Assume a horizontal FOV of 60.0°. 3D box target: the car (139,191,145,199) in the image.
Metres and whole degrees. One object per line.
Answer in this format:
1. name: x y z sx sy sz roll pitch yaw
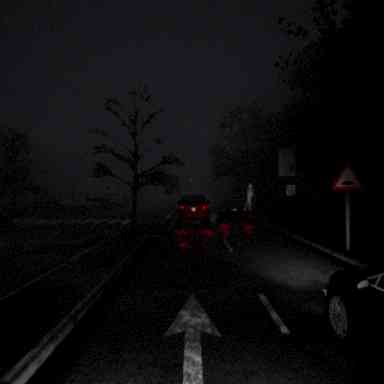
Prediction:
1. car: -13.787 1.083 74.644 4.792 1.488 2.163 -1 1 -20

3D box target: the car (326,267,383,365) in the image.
1. car: 3.100 1.490 3.528 2.128 1.511 4.902 0 0 0

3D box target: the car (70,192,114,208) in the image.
1. car: -13.811 1.182 44.622 5.566 2.045 2.435 -1 0 -20

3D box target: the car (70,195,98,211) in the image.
1. car: -14.009 1.452 38.531 5.366 1.575 1.946 -1 0 -20

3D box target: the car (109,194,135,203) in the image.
1. car: -13.822 1.246 65.629 4.674 1.452 2.002 -1 1 -20

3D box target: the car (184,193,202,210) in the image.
1. car: 0.102 1.170 42.942 2.150 2.045 5.566 0 0 0

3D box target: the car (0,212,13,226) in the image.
1. car: -13.824 1.503 20.601 4.792 1.488 2.163 -1 0 -20

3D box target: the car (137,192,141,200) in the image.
1. car: -13.810 1.157 68.628 5.008 1.535 2.097 -1 1 -20

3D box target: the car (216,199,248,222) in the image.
1. car: 3.101 1.328 26.360 2.097 1.767 4.553 0 0 0

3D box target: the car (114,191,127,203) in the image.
1. car: -13.856 1.113 53.603 5.566 2.045 2.435 -1 1 -20

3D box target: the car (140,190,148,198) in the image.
1. car: -13.790 0.754 77.643 5.566 2.045 2.435 -1 1 -20

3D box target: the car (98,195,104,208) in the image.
1. car: -13.840 1.483 41.604 4.674 1.452 2.002 -1 0 -20

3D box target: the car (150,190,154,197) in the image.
1. car: -13.831 0.578 89.612 5.566 2.045 2.435 -1 1 -20

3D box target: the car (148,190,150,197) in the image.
1. car: -13.635 0.951 80.698 5.366 1.575 1.946 -1 1 -20

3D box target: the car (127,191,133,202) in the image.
1. car: -13.853 1.126 62.616 4.553 1.767 2.185 -1 1 -20

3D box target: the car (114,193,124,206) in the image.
1. car: -13.657 1.385 50.678 5.366 1.575 1.946 -1 0 -20

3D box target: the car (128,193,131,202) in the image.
1. car: -13.826 1.337 59.629 4.674 1.452 2.002 -1 0 -20

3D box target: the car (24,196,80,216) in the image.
1. car: -13.816 1.491 32.607 4.792 1.488 2.163 -1 0 -20

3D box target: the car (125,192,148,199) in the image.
1. car: -13.980 0.913 83.564 5.366 1.575 1.946 -1 1 -20

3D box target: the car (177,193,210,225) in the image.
1. car: 0.101 1.199 23.762 2.150 2.045 5.566 0 0 0
